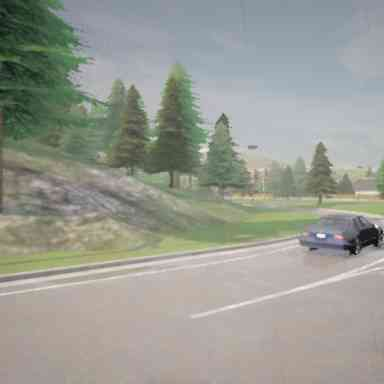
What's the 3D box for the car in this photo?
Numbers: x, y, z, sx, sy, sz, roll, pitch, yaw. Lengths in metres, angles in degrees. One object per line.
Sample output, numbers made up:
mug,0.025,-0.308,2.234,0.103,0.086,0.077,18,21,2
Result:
car,6.306,1.629,13.743,2.033,1.411,5.357,0,0,43
